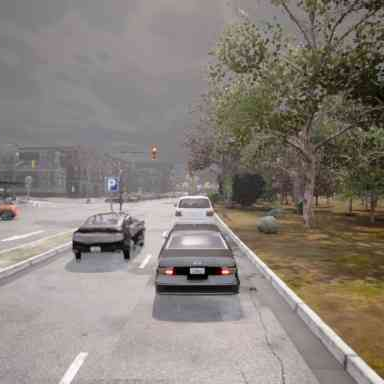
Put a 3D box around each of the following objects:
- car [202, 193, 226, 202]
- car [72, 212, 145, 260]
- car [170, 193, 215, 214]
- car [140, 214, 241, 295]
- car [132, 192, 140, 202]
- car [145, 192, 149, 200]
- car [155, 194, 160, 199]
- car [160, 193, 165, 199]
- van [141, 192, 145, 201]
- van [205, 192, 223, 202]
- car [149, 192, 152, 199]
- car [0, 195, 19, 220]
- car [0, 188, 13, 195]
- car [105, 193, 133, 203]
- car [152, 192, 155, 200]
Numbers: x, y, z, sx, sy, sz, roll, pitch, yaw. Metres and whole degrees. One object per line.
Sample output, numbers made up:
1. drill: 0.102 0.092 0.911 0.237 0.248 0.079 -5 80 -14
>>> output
1. car: 4.582 1.143 70.407 4.553 1.767 2.185 1 0 -14
2. car: -2.900 1.507 12.425 2.128 1.511 4.902 0 0 0
3. car: 0.129 1.246 19.106 2.150 2.045 5.566 0 0 0
4. car: 0.096 1.556 8.857 2.033 1.411 5.357 0 0 0
5. car: -13.882 1.316 67.812 5.366 1.575 1.946 -1 0 -15
6. car: -13.106 1.323 76.777 4.892 1.521 2.231 -1 0 -14
7. car: -11.560 1.358 88.757 4.674 1.452 2.002 -1 0 -12
8. car: -11.114 1.066 91.764 5.566 2.045 2.435 -1 0 -12
9. van: -13.330 1.094 73.805 4.442 1.987 1.878 -1 0 -14
10. van: 4.202 1.044 67.437 4.442 1.987 1.878 1 0 -14
11. car: -12.736 1.360 79.772 4.674 1.452 2.002 -1 0 -13
12. car: -16.660 1.405 27.011 4.553 1.767 2.185 -1 0 -19
13. car: -31.232 0.138 55.667 2.002 1.452 4.674 6 -3 -19
14. car: -14.523 1.359 64.820 4.792 1.488 2.163 -1 0 -15
15. car: -12.368 1.360 82.774 4.674 1.452 2.002 -1 0 -13
